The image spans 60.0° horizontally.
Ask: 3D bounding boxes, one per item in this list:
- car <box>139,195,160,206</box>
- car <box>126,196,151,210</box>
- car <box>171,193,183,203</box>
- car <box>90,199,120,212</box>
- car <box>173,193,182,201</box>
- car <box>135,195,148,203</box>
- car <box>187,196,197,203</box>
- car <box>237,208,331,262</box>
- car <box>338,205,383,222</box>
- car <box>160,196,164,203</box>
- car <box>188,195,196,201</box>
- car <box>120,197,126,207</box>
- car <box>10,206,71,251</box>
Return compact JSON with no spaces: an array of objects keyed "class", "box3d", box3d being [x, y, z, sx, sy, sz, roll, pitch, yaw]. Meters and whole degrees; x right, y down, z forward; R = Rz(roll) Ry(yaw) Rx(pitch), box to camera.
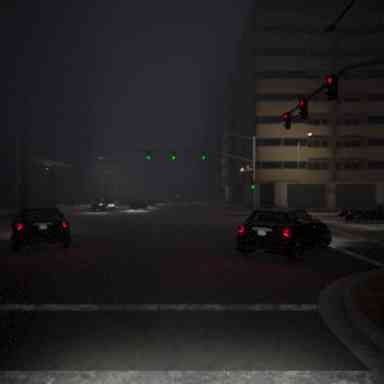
[{"class":"car","box3d":[-7.055,1.556,54.513,2.128,1.511,4.902,0,0,0]},{"class":"car","box3d":[-7.071,1.616,44.279,1.994,1.385,4.181,0,0,0]},{"class":"car","box3d":[-3.492,1.609,71.903,2.128,1.511,4.902,0,0,0]},{"class":"car","box3d":[-10.584,1.594,40.046,2.033,1.411,5.357,0,0,0]},{"class":"car","box3d":[-3.491,1.229,81.614,2.150,2.045,5.566,0,0,0]},{"class":"car","box3d":[-10.492,1.434,69.793,2.097,1.767,4.553,0,0,0]},{"class":"car","box3d":[0.008,1.639,73.284,1.994,1.385,4.181,0,0,0]},{"class":"car","box3d":[3.581,1.367,12.562,2.097,1.767,4.553,0,0,37]},{"class":"car","box3d":[13.862,1.632,25.516,4.718,1.301,1.895,0,0,-1]},{"class":"car","box3d":[-6.992,1.607,69.717,2.128,1.511,4.902,0,0,0]},{"class":"car","box3d":[0.009,1.556,81.582,1.994,1.385,4.181,0,0,0]},{"class":"car","box3d":[-10.552,1.542,54.476,1.882,1.535,5.008,0,0,0]},{"class":"car","box3d":[-6.728,1.369,14.590,2.097,1.767,4.553,0,0,-29]}]
